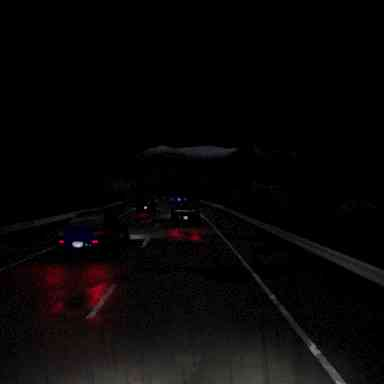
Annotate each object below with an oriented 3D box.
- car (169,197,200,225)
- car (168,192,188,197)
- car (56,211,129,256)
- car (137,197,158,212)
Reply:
[{"bbox_3d":[-0.499,1.348,22.803,2.128,1.511,4.902,0,0,-3],"label":"car"},{"bbox_3d":[-1.698,0.963,41.214,2.150,2.045,5.566,0,0,-5],"label":"car"},{"bbox_3d":[-3.618,1.447,12.663,1.812,1.442,4.674,0,0,-1],"label":"car"},{"bbox_3d":[-4.748,1.285,35.188,1.837,1.490,4.892,0,0,-4],"label":"car"}]
